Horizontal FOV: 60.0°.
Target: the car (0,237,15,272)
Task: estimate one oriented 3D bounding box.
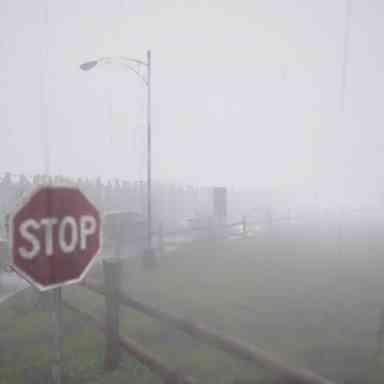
[{"bbox_3d":[-7.217,1.708,9.667,1.882,1.535,5.008,-1,-3,36],"label":"car"}]

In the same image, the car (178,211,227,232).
[{"bbox_3d":[0.891,2.228,25.887,2.128,1.511,4.902,-2,-2,36],"label":"car"}]

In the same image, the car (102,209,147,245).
[{"bbox_3d":[-4.487,1.875,18.386,2.097,1.767,4.553,-2,-2,35],"label":"car"}]

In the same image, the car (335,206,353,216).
[{"bbox_3d":[24.292,2.961,53.136,1.882,1.535,5.008,-2,-2,36],"label":"car"}]

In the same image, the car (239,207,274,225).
[{"bbox_3d":[6.599,2.310,33.749,2.097,1.767,4.553,-2,-2,36],"label":"car"}]

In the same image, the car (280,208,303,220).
[{"bbox_3d":[12.673,2.717,42.009,1.812,1.442,4.674,-2,-2,36],"label":"car"}]
